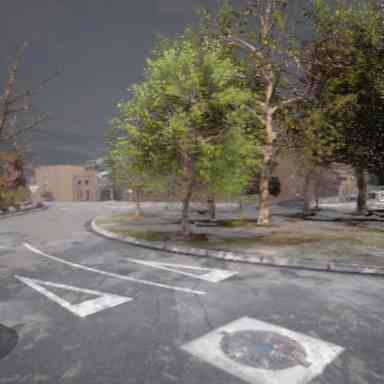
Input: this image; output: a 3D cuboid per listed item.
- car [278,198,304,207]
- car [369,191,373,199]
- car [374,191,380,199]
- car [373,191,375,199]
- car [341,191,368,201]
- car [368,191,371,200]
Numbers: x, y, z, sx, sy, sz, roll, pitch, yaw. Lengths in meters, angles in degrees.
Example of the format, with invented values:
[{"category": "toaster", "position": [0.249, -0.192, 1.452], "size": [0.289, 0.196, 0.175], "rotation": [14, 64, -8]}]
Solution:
[{"category": "car", "position": [13.740, 1.449, 44.860], "size": [4.181, 1.385, 1.994], "rotation": [1, 0, 11]}, {"category": "car", "position": [39.100, 1.062, 77.835], "size": [4.553, 1.767, 2.185], "rotation": [1, 1, 35]}, {"category": "car", "position": [43.806, 0.846, 84.640], "size": [5.566, 2.045, 2.435], "rotation": [1, 1, 35]}, {"category": "car", "position": [40.656, 1.161, 80.119], "size": [4.892, 1.521, 2.231], "rotation": [1, 1, 35]}, {"category": "car", "position": [34.346, 1.132, 71.061], "size": [4.553, 1.767, 2.185], "rotation": [1, 1, 35]}, {"category": "car", "position": [35.902, 1.237, 73.345], "size": [5.008, 1.535, 2.097], "rotation": [1, 1, 35]}]
